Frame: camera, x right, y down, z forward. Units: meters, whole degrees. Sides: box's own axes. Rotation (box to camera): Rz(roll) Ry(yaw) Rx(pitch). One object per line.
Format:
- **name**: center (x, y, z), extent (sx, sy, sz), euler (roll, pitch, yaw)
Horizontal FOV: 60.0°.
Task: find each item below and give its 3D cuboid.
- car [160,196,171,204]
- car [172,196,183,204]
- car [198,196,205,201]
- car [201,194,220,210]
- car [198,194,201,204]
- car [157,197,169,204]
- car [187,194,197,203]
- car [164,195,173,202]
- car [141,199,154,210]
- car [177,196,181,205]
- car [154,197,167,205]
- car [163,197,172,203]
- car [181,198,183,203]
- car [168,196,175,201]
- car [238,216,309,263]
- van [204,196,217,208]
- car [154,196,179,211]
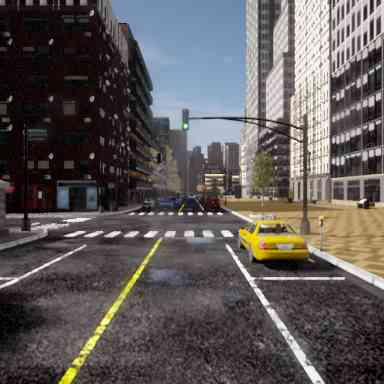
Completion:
- **car**: center (-5.728, 1.619, 71.773), extent (1.967, 1.590, 4.097), euler (0, 0, 0)
- **car**: center (-3.034, 1.703, 71.720), extent (2.128, 1.511, 4.902), euler (0, 0, 0)
- **car**: center (2.642, 1.786, 94.053), extent (1.752, 1.417, 4.829), euler (0, 0, 0)
- **car**: center (2.665, 1.407, 44.144), extent (2.192, 1.841, 5.009), euler (0, 0, 0)
- **car**: center (2.654, 1.475, 66.249), extent (2.192, 1.841, 5.009), euler (0, 0, 0)
- **car**: center (-5.725, 1.705, 66.245), extent (1.887, 1.381, 4.507), euler (0, 0, 0)
- **car**: center (-0.034, 1.737, 73.334), extent (1.994, 1.385, 4.181), euler (0, 0, 0)
- **car**: center (-5.733, 1.658, 82.826), extent (1.967, 1.590, 4.097), euler (0, 0, 0)
- **car**: center (-5.714, 1.643, 44.139), extent (2.008, 1.369, 4.403), euler (0, 0, 0)
- **car**: center (-3.111, 1.591, 51.662), extent (1.882, 1.535, 5.008), euler (0, 0, 0)
- **car**: center (-5.722, 1.692, 60.719), extent (2.008, 1.369, 4.403), euler (0, 0, 0)
- **car**: center (-5.730, 1.781, 77.299), extent (1.802, 1.307, 4.206), euler (0, 0, 0)
- **car**: center (-3.097, 1.649, 61.475), extent (1.837, 1.490, 4.892), euler (0, 0, 0)
- **car**: center (-5.738, 1.784, 93.709), extent (1.752, 1.417, 4.829), euler (0, 0, 0)
- **car**: center (2.681, 1.546, 11.901), extent (1.752, 1.417, 4.829), euler (0, 0, 0)
- **van**: center (2.662, 1.449, 49.670), extent (1.690, 1.788, 3.998), euler (0, 0, 0)
- **car**: center (-3.117, 1.634, 41.843), extent (2.033, 1.411, 5.357), euler (0, 0, 0)
